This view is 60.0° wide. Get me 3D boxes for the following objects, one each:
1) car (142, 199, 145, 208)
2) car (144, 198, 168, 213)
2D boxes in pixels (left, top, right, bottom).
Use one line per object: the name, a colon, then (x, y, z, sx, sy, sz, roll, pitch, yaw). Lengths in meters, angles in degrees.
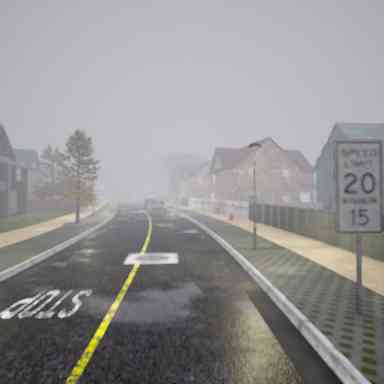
car: (-6.260, 1.594, 48.982, 1.882, 1.535, 5.008, 0, 0, -12)
car: (-3.986, 1.622, 38.455, 2.033, 1.411, 5.357, 0, 0, -12)
